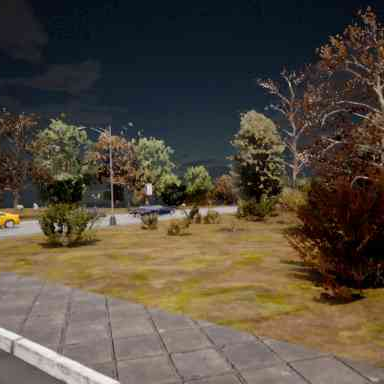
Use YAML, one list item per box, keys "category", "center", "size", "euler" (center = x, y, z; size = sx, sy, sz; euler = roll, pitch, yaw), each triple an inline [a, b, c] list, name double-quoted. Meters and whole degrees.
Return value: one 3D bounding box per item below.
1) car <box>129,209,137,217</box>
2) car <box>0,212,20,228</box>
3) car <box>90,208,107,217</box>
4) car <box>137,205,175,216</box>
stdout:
- category: "car"
  center: [-6.083, 2.510, 44.875]
  size: [2.033, 1.411, 5.357]
  euler: [-3, -2, 32]
- category: "car"
  center: [-17.053, 2.368, 27.665]
  size: [1.882, 1.535, 5.008]
  euler: [-3, -2, 33]
- category: "car"
  center: [-11.724, 2.459, 35.903]
  size: [2.033, 1.411, 5.357]
  euler: [-3, -2, 32]
- category: "car"
  center: [-4.161, 2.379, 40.992]
  size: [1.895, 1.301, 4.718]
  euler: [-3, -2, 32]
